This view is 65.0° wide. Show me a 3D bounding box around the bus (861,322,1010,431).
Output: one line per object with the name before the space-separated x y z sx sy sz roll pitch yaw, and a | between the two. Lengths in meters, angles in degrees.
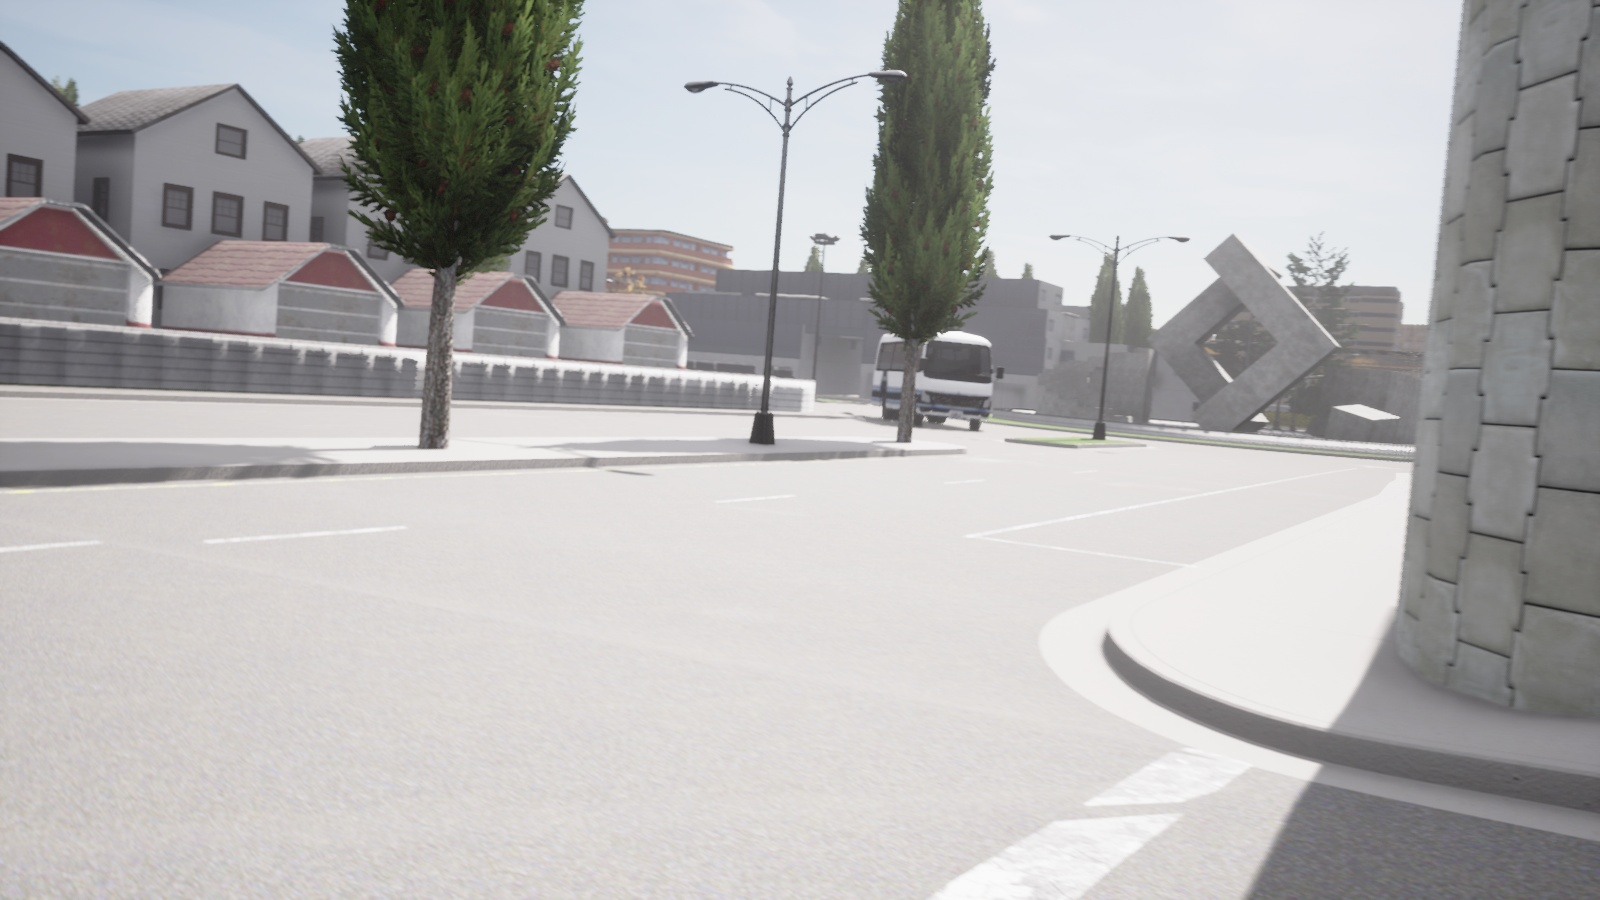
bus | 5.910 -3.374 57.429 3.944 4.253 10.273 4 3 -9
